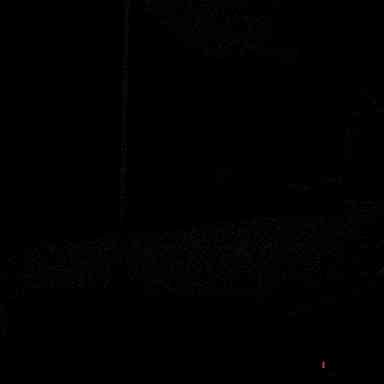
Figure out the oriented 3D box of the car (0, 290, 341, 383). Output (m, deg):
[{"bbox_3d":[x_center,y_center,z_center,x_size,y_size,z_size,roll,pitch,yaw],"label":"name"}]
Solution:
[{"bbox_3d":[-1.211,1.550,2.197,5.357,1.411,2.033,0,0,-35],"label":"car"}]
